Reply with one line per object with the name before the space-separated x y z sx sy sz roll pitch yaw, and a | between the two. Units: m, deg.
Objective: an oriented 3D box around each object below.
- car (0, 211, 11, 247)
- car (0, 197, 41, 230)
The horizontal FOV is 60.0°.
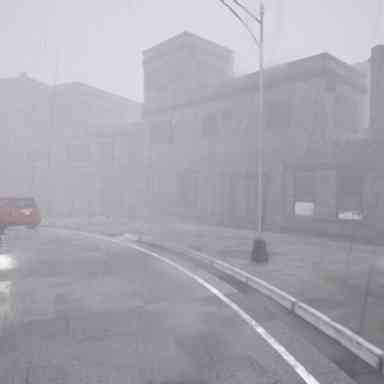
car | -9.563 1.669 13.950 4.892 1.490 1.837 -2 -1 44
car | -11.658 1.362 20.408 5.566 2.045 2.150 -1 1 33
